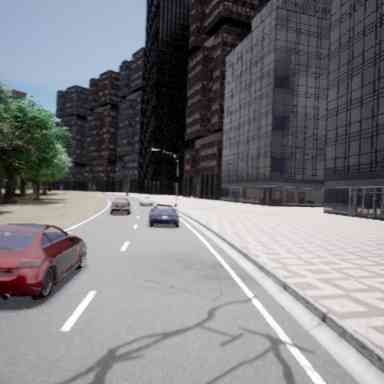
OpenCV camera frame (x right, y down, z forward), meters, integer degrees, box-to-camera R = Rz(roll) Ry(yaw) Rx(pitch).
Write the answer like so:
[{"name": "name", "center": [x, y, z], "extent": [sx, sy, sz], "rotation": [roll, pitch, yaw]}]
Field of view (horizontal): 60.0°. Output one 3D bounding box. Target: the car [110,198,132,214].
[{"name": "car", "center": [-6.884, 1.326, 32.358], "extent": [2.033, 1.411, 5.357], "rotation": [2, 0, -10]}]

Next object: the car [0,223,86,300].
[{"name": "car", "center": [-3.939, 1.441, 8.070], "extent": [1.994, 1.385, 4.181], "rotation": [2, 0, -4]}]

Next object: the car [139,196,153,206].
[{"name": "car", "center": [-6.761, 1.273, 49.279], "extent": [1.812, 1.442, 4.674], "rotation": [2, 0, -13]}]

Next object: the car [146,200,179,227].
[{"name": "car", "center": [-1.989, 1.549, 23.122], "extent": [1.994, 1.385, 4.181], "rotation": [2, 0, -8]}]
